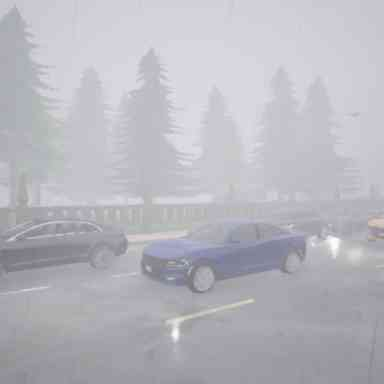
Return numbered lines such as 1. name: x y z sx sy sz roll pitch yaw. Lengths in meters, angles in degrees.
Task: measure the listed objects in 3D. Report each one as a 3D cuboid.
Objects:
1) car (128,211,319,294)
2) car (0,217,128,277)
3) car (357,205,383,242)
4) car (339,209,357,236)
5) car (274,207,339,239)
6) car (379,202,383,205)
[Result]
1. car: 1.044 1.485 9.025 5.008 1.535 1.882 0 0 -35
2. car: -4.231 1.494 9.567 4.902 1.511 2.128 0 0 -35
3. car: 9.946 1.498 15.315 5.008 1.535 1.882 0 0 -35
4. car: 8.648 1.632 18.643 4.181 1.385 1.994 0 0 -36
5. car: 4.689 1.521 15.899 4.892 1.490 1.837 0 0 -35
6. car: 13.223 1.380 21.909 4.553 1.767 2.097 0 0 -36
